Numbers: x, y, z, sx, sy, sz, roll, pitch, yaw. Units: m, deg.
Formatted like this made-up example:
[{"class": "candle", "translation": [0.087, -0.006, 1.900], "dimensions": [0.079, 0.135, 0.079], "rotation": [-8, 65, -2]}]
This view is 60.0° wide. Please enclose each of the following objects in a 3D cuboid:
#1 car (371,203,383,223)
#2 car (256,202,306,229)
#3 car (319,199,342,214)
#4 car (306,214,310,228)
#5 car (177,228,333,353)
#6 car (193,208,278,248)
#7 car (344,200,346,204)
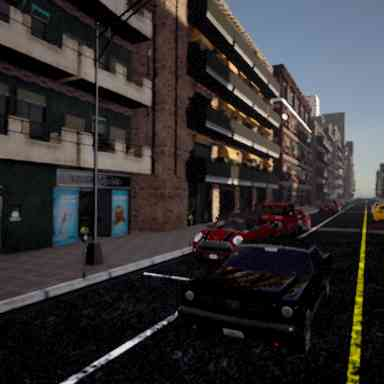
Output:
[{"class": "car", "translation": [16.552, 1.818, 28.314], "dimensions": [1.882, 1.535, 5.008], "rotation": [0, -1, 28]}, {"class": "car", "translation": [4.244, 1.490, 17.360], "dimensions": [2.192, 1.841, 5.009], "rotation": [0, 0, 28]}, {"class": "car", "translation": [17.381, 1.779, 42.291], "dimensions": [2.192, 1.841, 5.009], "rotation": [0, 0, 28]}, {"class": "car", "translation": [6.868, 1.815, 22.345], "dimensions": [1.802, 1.307, 4.206], "rotation": [0, 0, 28]}, {"class": "car", "translation": [1.594, 1.667, 6.567], "dimensions": [1.895, 1.301, 4.718], "rotation": [0, -1, 28]}, {"class": "car", "translation": [1.615, 1.556, 12.373], "dimensions": [1.967, 1.590, 4.097], "rotation": [0, 0, 28]}, {"class": "car", "translation": [22.633, 2.123, 52.263], "dimensions": [1.887, 1.381, 4.507], "rotation": [0, 0, 28]}]
